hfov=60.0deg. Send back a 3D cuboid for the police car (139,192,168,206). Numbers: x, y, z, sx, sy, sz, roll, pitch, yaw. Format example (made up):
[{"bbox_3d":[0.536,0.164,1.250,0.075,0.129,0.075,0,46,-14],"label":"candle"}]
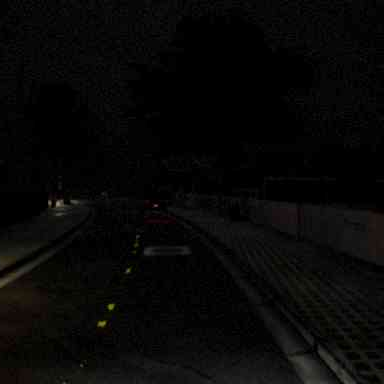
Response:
[{"bbox_3d":[-3.101,0.783,25.544,2.038,1.542,4.974,0,1,-13],"label":"police car"}]

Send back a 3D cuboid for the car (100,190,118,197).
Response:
[{"bbox_3d":[-12.641,0.276,50.567,1.801,1.575,5.366,0,1,-28],"label":"car"}]
